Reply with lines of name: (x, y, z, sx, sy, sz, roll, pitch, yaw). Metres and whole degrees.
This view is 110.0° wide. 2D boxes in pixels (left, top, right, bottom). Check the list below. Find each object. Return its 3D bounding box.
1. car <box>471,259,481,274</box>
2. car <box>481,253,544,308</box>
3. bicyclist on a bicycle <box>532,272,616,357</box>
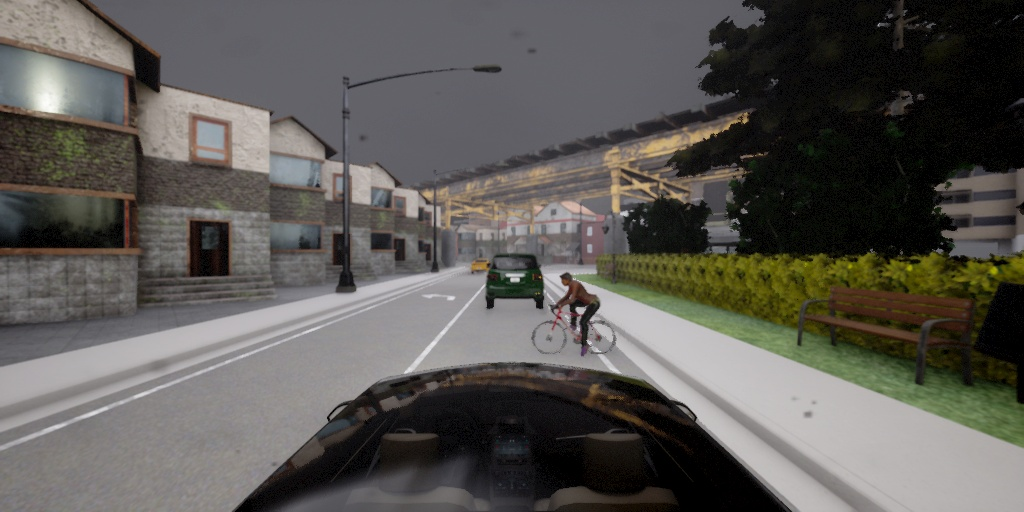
car: (-3.054, 1.021, 37.546, 1.882, 1.535, 5.008, 0, 0, 4)
car: (0.104, 0.895, 14.950, 2.150, 2.045, 5.566, 0, 0, 0)
bicyclist on a bicycle: (1.215, 1.147, 7.028, 1.656, 1.620, 0.582, 0, 0, 0)
